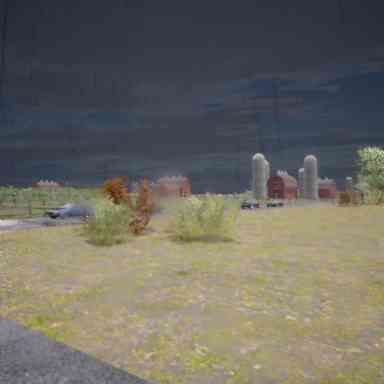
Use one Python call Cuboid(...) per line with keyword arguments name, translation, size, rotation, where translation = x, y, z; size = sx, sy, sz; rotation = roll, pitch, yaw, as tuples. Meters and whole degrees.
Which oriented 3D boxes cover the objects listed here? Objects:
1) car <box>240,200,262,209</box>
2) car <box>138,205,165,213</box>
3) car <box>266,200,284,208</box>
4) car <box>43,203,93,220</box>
Cuboid(name="car", translation=(9.447, 1.980, 53.197), size=(1.837, 1.490, 4.892), rotation=(-1, -1, 36))
Cuboid(name="car", translation=(-5.138, 1.874, 39.154), size=(1.994, 1.385, 4.181), rotation=(-1, -1, 36))
Cuboid(name="car", translation=(15.406, 2.189, 61.523), size=(1.895, 1.301, 4.718), rotation=(-1, -1, 36))
Cuboid(name="car", translation=(-10.968, 1.748, 31.065), size=(2.033, 1.411, 5.357), rotation=(-1, -1, 36))
